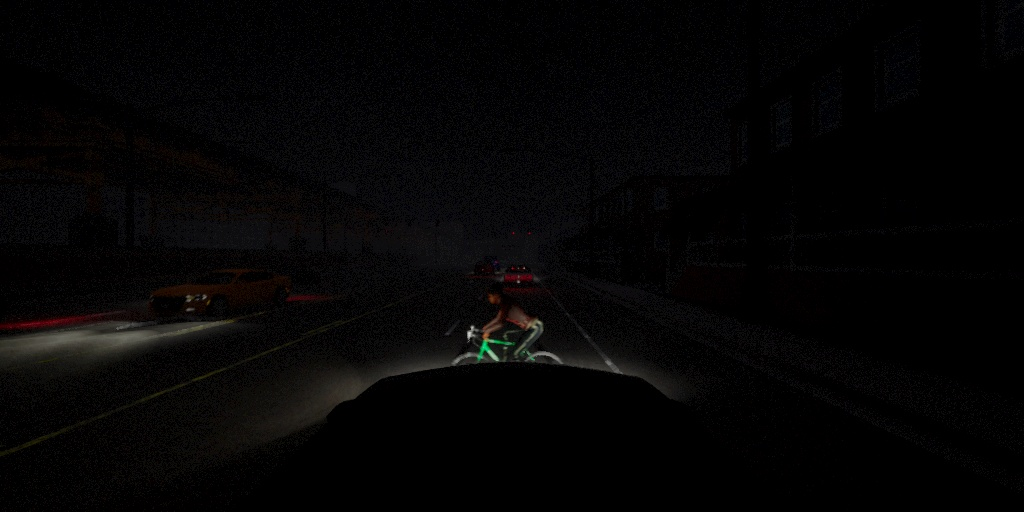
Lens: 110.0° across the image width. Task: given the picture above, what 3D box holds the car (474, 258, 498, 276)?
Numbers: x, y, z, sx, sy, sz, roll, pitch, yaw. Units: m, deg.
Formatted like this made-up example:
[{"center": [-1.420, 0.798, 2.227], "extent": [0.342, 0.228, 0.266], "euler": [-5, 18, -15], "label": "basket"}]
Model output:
[{"center": [-2.854, 1.222, 37.948], "extent": [1.882, 1.535, 5.008], "euler": [0, 0, 1], "label": "car"}]

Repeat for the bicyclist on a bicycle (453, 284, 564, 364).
[{"center": [-0.069, 1.202, 4.930], "extent": [1.656, 1.620, 0.582], "euler": [-1, 0, 1], "label": "bicyclist on a bicycle"}]

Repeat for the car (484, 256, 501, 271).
[{"center": [-2.716, 0.965, 47.988], "extent": [2.150, 2.045, 5.566], "euler": [0, 0, 1], "label": "car"}]

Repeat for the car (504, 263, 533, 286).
[{"center": [0.456, 1.347, 24.996], "extent": [1.895, 1.301, 4.718], "euler": [0, 0, 1], "label": "car"}]

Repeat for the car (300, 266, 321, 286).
[{"center": [-13.767, 1.311, 22.249], "extent": [1.994, 1.385, 4.181], "euler": [0, 0, 2], "label": "car"}]

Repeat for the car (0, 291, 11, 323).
[{"center": [-14.024, 1.255, 7.211], "extent": [1.837, 1.490, 4.892], "euler": [0, 0, 1], "label": "car"}]

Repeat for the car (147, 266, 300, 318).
[{"center": [-10.408, 1.225, 13.284], "extent": [1.882, 1.535, 5.008], "euler": [0, 0, 1], "label": "car"}]
